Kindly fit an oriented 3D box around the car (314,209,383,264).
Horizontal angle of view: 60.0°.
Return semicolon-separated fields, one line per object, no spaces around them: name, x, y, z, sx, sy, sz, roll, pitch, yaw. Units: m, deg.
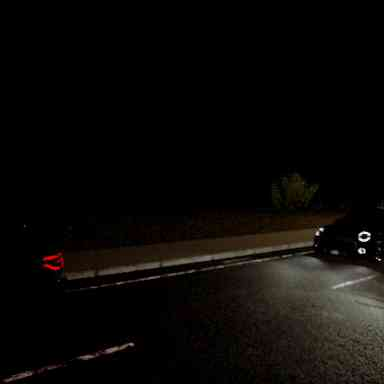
car;6.562;1.427;12.304;4.553;1.767;2.097;0;0;-35

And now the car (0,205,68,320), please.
car;-4.589;1.214;4.390;5.566;2.045;2.150;1;-1;-35

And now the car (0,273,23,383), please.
car;-3.353;1.511;1.277;4.674;1.442;1.812;1;0;-35
